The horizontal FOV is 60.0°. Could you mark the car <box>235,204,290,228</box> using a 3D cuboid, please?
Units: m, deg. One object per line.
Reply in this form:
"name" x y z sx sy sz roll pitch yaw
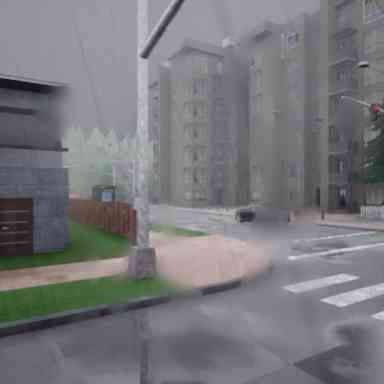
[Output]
"car" 4.597 1.516 22.420 2.128 1.511 4.902 1 0 -19
